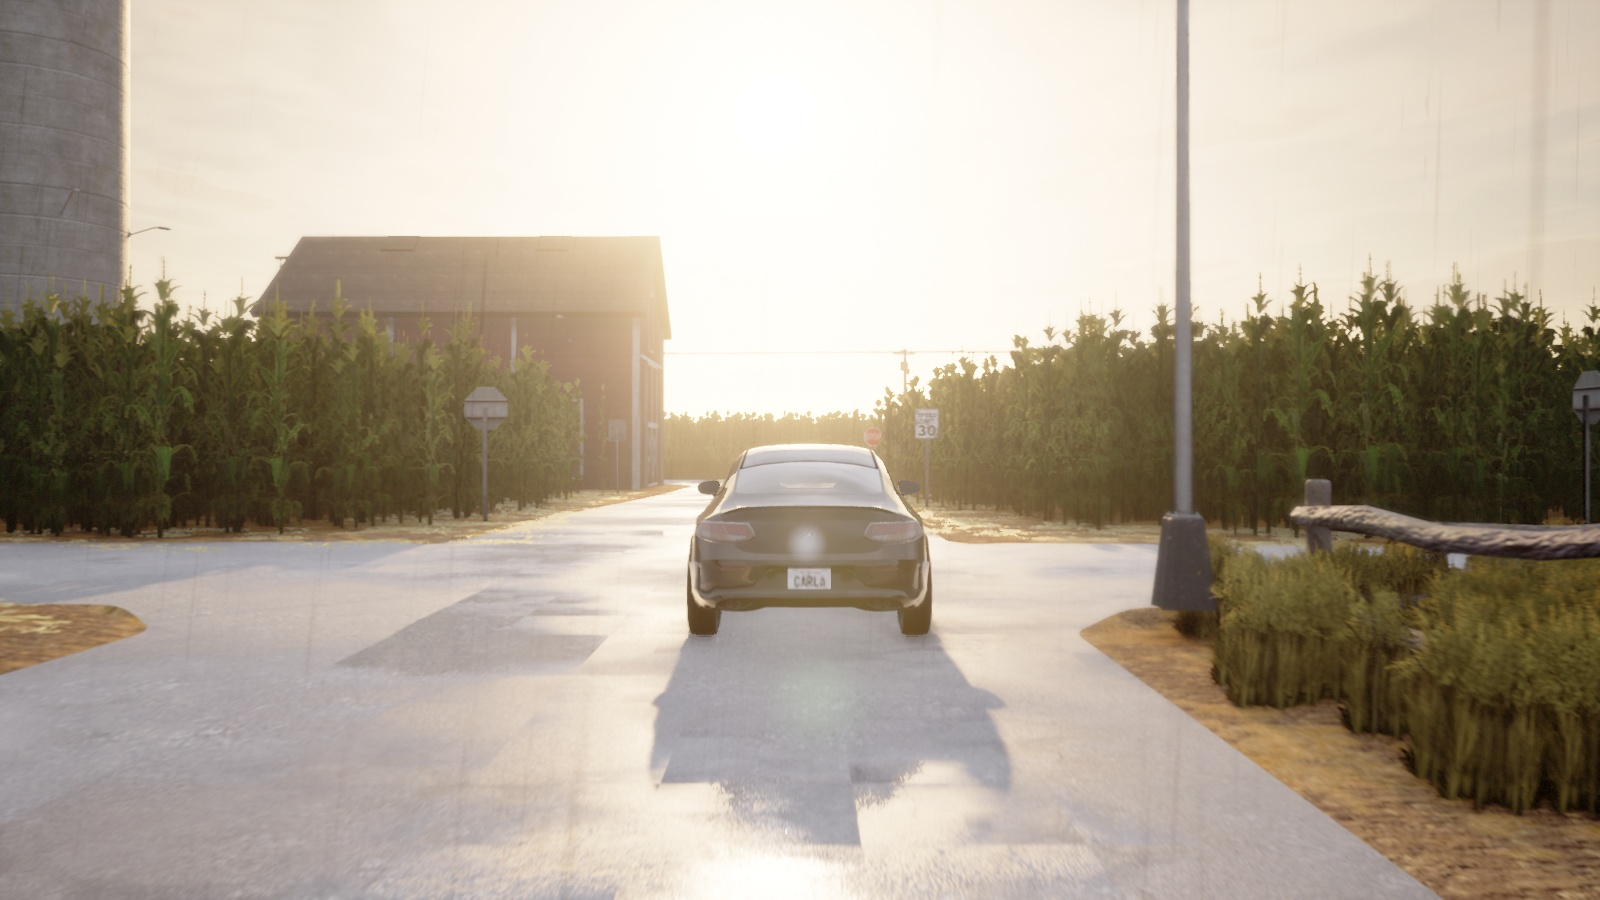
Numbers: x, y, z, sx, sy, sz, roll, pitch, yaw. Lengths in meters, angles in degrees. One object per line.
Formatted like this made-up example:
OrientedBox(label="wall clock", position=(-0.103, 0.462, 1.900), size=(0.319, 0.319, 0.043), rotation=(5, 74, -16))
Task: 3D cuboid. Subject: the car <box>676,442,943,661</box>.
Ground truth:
OrientedBox(label="car", position=(0.077, 0.675, 10.864), size=(1.812, 1.442, 4.674), rotation=(0, 1, 0))
